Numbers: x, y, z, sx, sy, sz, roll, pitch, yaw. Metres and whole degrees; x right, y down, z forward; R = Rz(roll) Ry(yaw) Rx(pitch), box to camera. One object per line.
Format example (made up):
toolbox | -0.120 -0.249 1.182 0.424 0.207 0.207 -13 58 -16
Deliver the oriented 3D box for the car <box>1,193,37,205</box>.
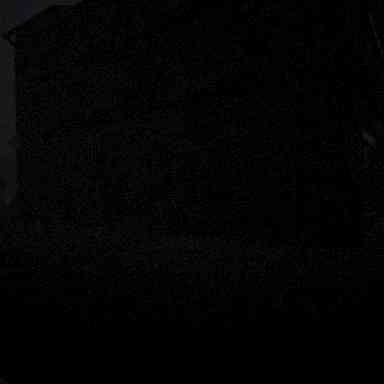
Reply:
car | -26.515 1.043 50.993 4.892 1.521 2.231 -2 2 24

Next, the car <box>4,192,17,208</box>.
car | -18.497 0.847 38.609 5.566 2.045 2.435 -2 2 24

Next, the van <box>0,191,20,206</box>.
van | -27.527 0.970 48.377 4.442 1.987 1.878 -2 2 24
